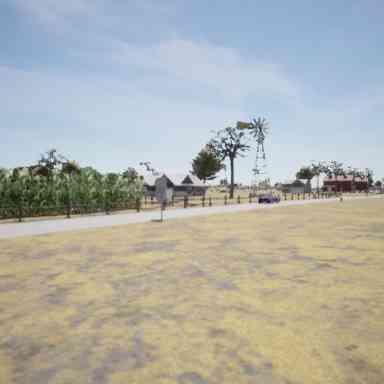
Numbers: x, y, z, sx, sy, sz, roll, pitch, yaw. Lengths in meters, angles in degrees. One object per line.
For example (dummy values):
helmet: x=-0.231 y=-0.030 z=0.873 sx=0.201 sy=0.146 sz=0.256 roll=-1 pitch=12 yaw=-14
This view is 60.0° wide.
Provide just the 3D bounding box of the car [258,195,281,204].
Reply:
car: x=11.981 y=1.127 z=51.481 sx=1.895 sy=1.301 sz=4.718 roll=0 pitch=0 yaw=36
